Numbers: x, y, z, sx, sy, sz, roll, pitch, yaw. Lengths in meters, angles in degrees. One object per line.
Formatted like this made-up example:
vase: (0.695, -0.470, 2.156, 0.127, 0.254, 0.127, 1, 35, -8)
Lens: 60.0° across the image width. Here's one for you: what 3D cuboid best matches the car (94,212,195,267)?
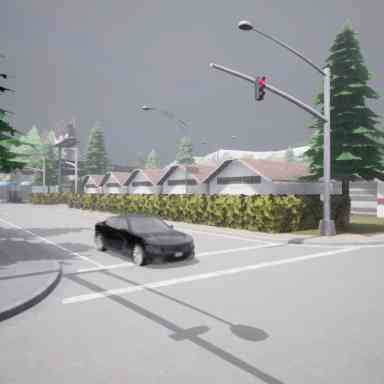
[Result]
car: (-1.883, 1.542, 11.903, 1.882, 1.535, 5.008, 0, 1, -37)
